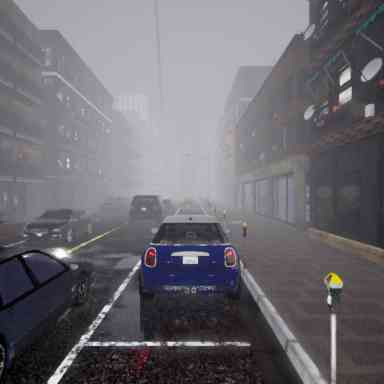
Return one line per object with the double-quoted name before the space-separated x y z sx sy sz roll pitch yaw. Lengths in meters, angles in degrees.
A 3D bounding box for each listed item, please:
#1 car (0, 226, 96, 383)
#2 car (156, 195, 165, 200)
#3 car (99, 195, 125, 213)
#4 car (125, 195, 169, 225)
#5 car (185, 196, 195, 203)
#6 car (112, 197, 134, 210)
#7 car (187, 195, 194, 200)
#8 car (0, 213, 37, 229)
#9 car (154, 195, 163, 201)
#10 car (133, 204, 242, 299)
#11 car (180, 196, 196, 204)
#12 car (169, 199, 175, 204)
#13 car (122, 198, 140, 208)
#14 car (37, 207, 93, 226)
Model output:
"car" -3.047 1.548 4.915 2.033 1.411 5.357 0 0 0
"car" -8.834 1.539 93.519 2.008 1.369 4.403 0 0 0
"car" -8.833 1.314 37.157 2.192 1.841 5.009 0 0 0
"car" -3.143 1.221 24.382 2.150 2.045 5.566 0 0 0
"car" -0.453 1.545 70.970 2.008 1.369 4.403 0 0 0
"car" -8.834 1.439 42.793 1.967 1.590 4.097 0 0 0
"car" -0.452 1.513 93.685 1.752 1.417 4.829 0 0 0
"car" -8.835 1.583 14.612 1.802 1.307 4.206 0 0 0
"car" -8.834 1.541 87.882 2.008 1.369 4.403 0 0 0
"car" -0.032 1.353 8.619 2.097 1.767 4.553 0 0 0
"car" -0.454 1.525 37.323 1.752 1.417 4.829 0 0 0
"car" -3.046 1.525 39.426 1.812 1.442 4.674 0 0 0
"car" -8.834 1.543 48.430 1.887 1.381 4.507 0 0 0
"car" -6.245 1.505 16.042 1.837 1.490 4.892 0 0 0
